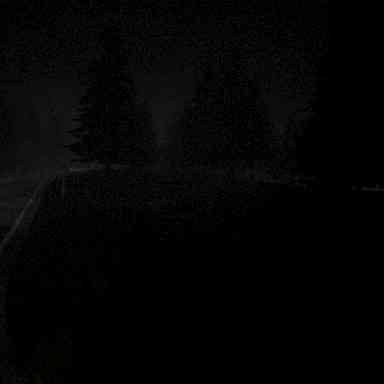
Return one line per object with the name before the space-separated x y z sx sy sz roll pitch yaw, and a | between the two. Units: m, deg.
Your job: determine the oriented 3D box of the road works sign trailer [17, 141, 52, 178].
road works sign trailer | -16.208 -3.364 34.115 2.380 3.560 2.880 4 4 -4
